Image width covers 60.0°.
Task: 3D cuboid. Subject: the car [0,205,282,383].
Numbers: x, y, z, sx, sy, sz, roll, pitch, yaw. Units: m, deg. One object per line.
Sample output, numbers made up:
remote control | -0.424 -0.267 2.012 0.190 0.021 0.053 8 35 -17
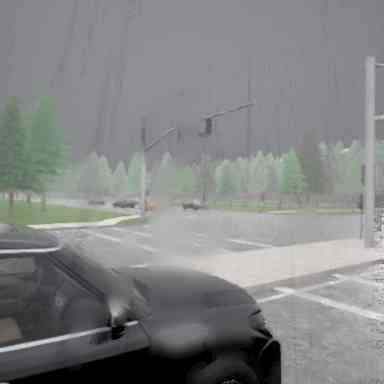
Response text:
car | -1.777 1.220 2.473 5.566 2.045 2.150 1 -1 -35

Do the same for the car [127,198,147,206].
car | -10.485 1.877 63.175 1.812 1.442 4.674 1 0 -35

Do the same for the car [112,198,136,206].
car | -10.399 1.862 50.719 1.895 1.301 4.718 1 -1 -35

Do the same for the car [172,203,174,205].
car | -4.685 1.876 54.790 1.812 1.442 4.674 1 -1 -35

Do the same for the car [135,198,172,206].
car | -5.040 1.738 43.068 1.882 1.535 5.008 1 -1 -35

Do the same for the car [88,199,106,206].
car | -17.431 1.863 60.865 1.895 1.301 4.718 1 -1 -34

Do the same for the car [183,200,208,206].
car | 0.397 1.875 47.507 1.812 1.442 4.674 1 -1 -35
